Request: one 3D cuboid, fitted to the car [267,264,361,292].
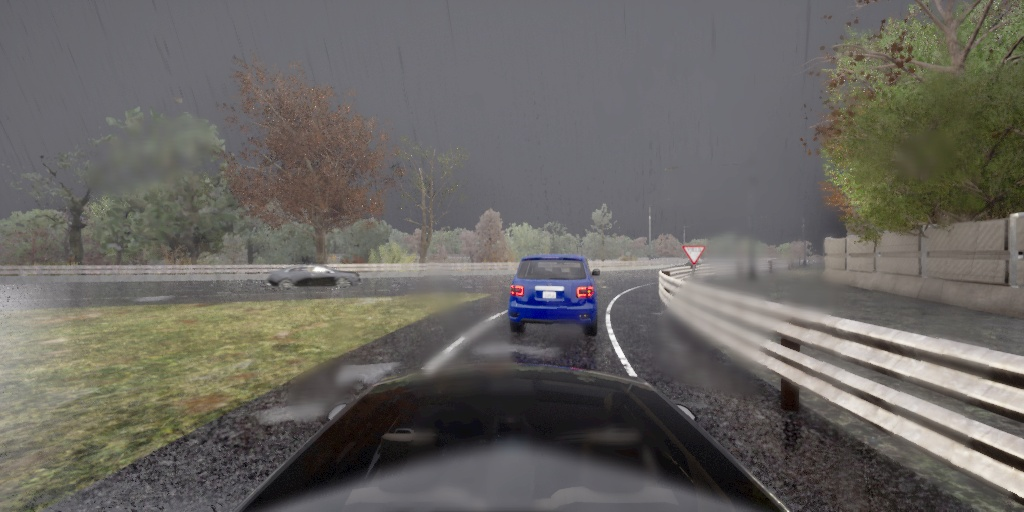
[{"bbox_3d":[-11.589,1.235,21.243,4.902,1.511,2.128,0,0,-20],"label":"car"}]

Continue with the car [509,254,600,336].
[{"bbox_3d":[1.400,0.971,10.686,2.150,2.045,5.566,0,0,12],"label":"car"}]

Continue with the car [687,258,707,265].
[{"bbox_3d":[29.705,1.089,57.510,2.097,1.767,4.553,0,0,41],"label":"car"}]
